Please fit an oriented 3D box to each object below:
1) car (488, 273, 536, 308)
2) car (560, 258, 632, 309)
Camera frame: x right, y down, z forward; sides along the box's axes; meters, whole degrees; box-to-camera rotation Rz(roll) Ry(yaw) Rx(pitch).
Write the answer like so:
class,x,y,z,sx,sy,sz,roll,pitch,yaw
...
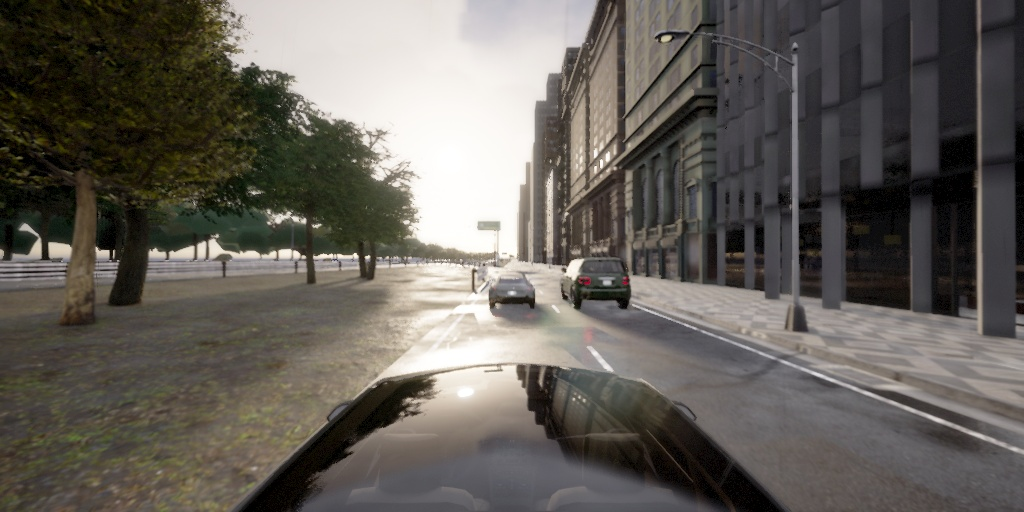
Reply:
class,x,y,z,sx,sy,sz,roll,pitch,yaw
car,0.004,1.450,16.136,1.994,1.385,4.181,0,-1,0
car,3.502,1.100,15.871,2.150,2.045,5.566,0,0,0
